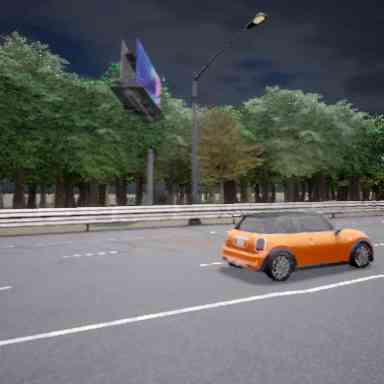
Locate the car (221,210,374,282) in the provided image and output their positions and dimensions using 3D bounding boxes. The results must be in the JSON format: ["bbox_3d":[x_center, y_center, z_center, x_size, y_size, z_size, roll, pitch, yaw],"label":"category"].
[{"bbox_3d":[3.211,1.373,9.927,4.553,1.767,2.097,0,-1,-26],"label":"car"}]
